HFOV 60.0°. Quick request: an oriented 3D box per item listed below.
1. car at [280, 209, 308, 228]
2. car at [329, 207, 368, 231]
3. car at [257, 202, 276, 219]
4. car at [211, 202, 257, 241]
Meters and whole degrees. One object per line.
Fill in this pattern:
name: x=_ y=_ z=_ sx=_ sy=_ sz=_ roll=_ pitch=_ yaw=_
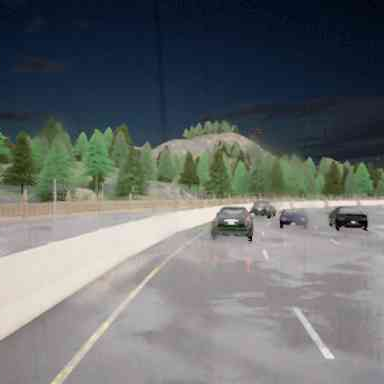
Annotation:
car: x=7.568 y=1.920 z=24.831 sx=1.895 sy=1.301 sz=4.718 roll=0 pitch=-1 yaw=17
car: x=10.763 y=1.780 z=23.147 sx=1.882 sy=1.535 sz=5.008 roll=0 pitch=-1 yaw=16
car: x=7.497 y=1.795 z=34.829 sx=2.097 sy=1.767 sz=4.553 roll=0 pitch=-1 yaw=22
car: x=2.364 y=1.585 z=18.463 sx=2.097 sy=1.767 sz=4.553 roll=0 pitch=-1 yaw=11
